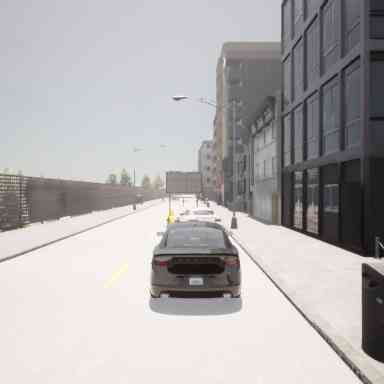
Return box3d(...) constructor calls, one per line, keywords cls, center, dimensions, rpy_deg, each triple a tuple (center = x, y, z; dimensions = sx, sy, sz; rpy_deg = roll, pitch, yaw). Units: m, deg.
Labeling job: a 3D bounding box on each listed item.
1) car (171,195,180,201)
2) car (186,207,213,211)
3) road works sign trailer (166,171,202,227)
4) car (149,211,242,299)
box3d(cls="car", center=(-4.271, 1.526, 86.479), dimensions=(1.812, 1.442, 4.674), rpy_deg=(0, 0, 0))
box3d(cls="car", center=(0.374, 1.540, 17.893), dimensions=(1.812, 1.442, 4.674), rpy_deg=(0, -1, -8))
box3d(cls="road works sign trailer", center=(-0.570, 0.464, 21.382), dimensions=(2.380, 3.560, 2.880), rpy_deg=(0, 0, -17))
box3d(cls="car", center=(0.072, 1.478, 8.540), dimensions=(1.882, 1.535, 5.008), rpy_deg=(0, 0, 0))
